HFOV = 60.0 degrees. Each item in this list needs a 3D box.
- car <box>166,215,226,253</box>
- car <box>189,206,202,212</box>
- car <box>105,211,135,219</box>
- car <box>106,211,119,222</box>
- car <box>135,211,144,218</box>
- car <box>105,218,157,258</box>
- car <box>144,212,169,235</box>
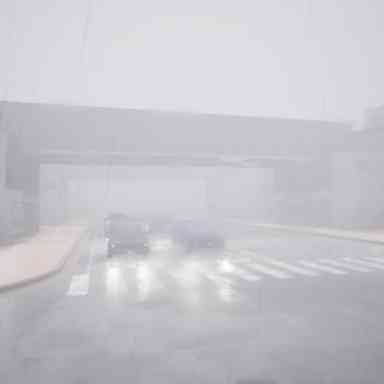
[{"bbox_3d":[0.195,2.173,17.475,1.882,1.535,5.008,0,-2,-15],"label":"car"},{"bbox_3d":[0.552,4.882,94.977,1.932,1.855,4.605,0,-2,-15],"label":"car"},{"bbox_3d":[-6.301,2.557,28.277,2.097,1.767,4.553,0,-3,-14],"label":"car"},{"bbox_3d":[-11.759,3.616,49.151,1.812,1.442,4.674,0,-3,-14],"label":"car"},{"bbox_3d":[-6.810,3.301,43.946,1.882,1.535,5.008,0,-2,-15],"label":"car"},{"bbox_3d":[-3.179,2.242,16.366,2.033,1.411,5.357,0,-2,-13],"label":"car"},{"bbox_3d":[-2.314,2.586,26.889,2.128,1.511,4.902,0,-2,-15],"label":"car"}]
